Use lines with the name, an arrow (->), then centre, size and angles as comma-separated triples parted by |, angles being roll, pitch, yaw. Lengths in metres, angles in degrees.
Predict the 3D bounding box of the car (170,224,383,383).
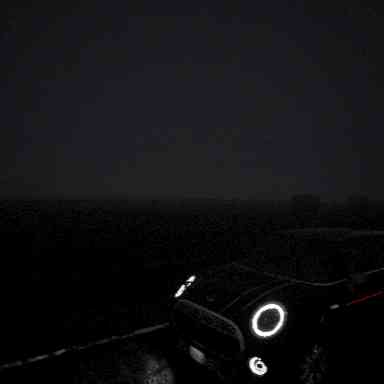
car -> 1.897, 1.409, 5.343 | 4.553, 1.767, 2.097 | 1, -1, -35
